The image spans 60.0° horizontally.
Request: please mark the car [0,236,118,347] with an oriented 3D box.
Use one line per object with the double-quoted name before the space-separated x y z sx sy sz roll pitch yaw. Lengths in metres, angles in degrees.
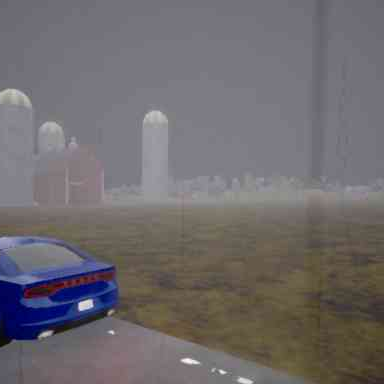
"car" -3.624 1.625 6.627 5.008 1.535 1.882 -1 -2 37
